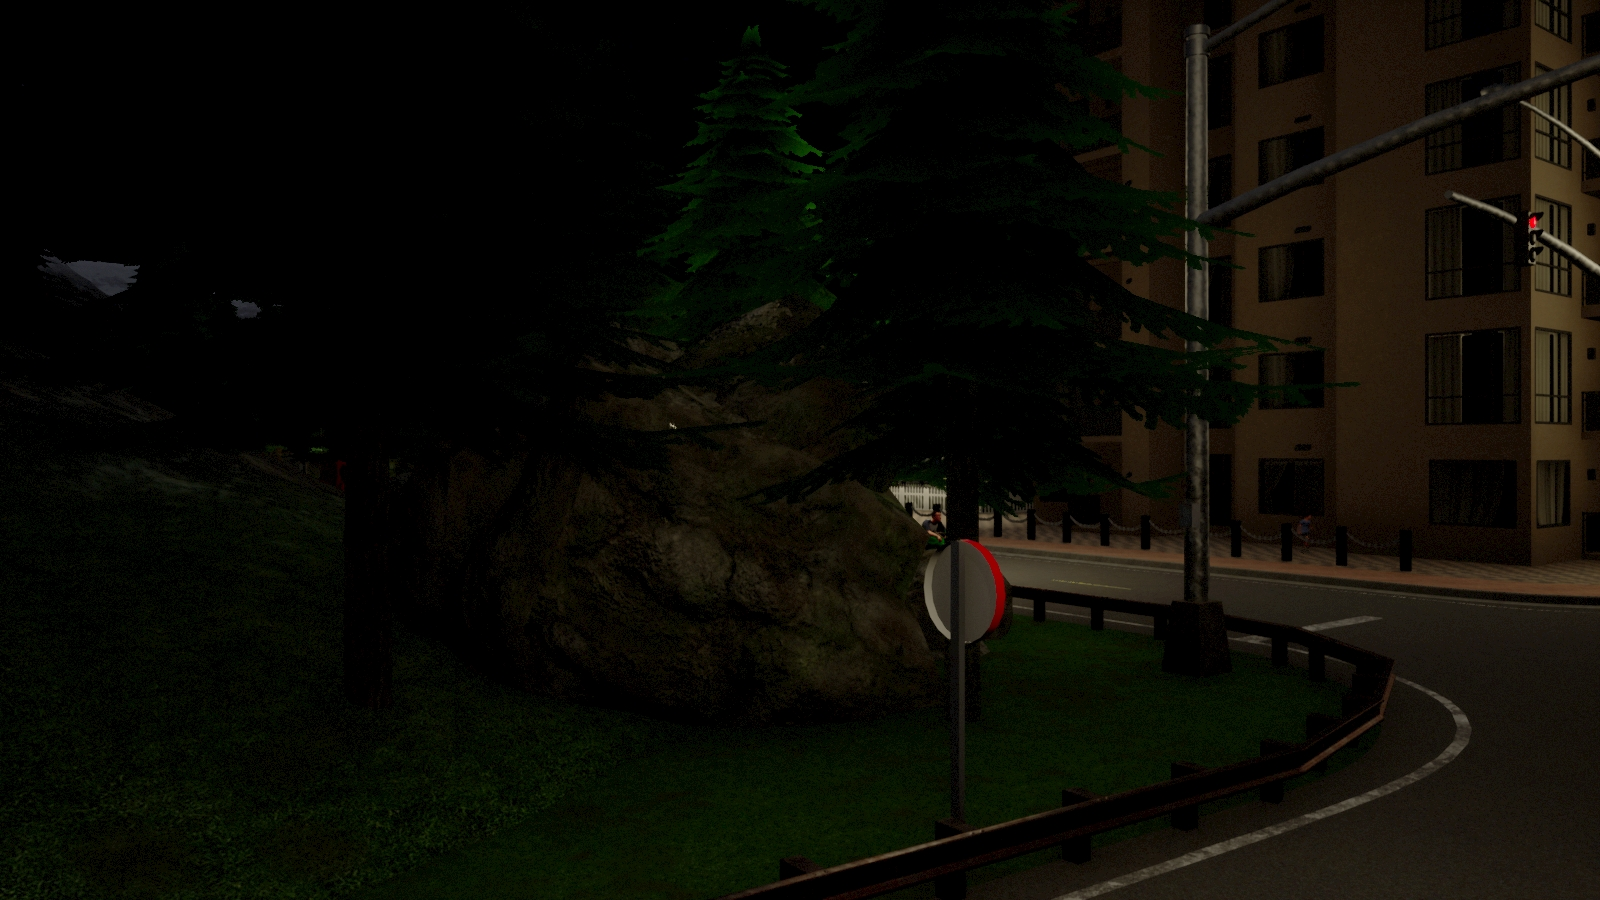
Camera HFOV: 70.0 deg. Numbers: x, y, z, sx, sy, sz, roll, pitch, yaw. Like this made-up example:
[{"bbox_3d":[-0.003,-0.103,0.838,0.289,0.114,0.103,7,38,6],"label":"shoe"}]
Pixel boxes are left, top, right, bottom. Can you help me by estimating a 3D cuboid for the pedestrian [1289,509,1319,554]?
[{"bbox_3d":[12.815,2.056,29.067,0.500,1.100,0.500,0,0,-33],"label":"pedestrian"}]
